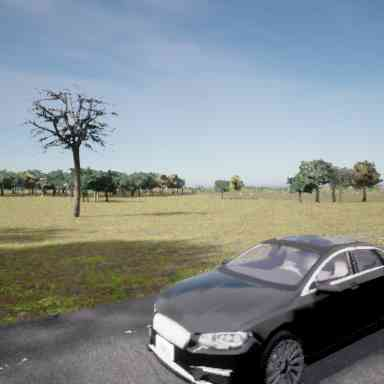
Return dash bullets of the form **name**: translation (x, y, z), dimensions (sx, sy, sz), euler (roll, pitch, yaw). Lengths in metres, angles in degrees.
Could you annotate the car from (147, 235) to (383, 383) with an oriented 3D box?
- **car**: translation (1.694, 1.488, 5.168), dimensions (4.902, 1.511, 2.128), euler (0, 0, -35)
